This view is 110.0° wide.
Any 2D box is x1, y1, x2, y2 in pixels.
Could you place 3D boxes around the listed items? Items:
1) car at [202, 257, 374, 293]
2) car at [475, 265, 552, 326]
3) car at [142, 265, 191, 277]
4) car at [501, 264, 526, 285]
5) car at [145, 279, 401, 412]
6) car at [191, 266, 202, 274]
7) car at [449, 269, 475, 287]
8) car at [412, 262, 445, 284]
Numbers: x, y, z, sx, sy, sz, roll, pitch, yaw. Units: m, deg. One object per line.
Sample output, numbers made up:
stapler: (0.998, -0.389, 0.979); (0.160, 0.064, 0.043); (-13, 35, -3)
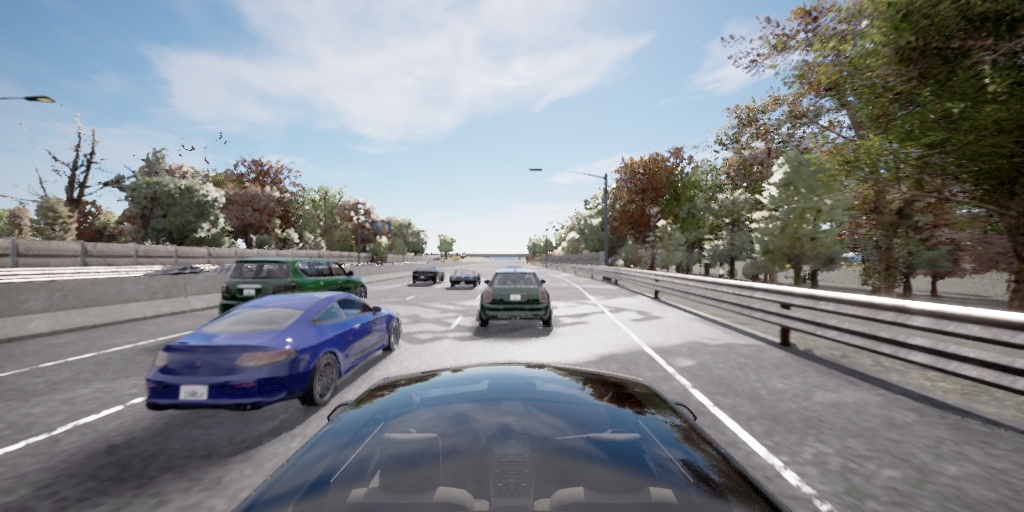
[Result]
car: (-6.896, 1.070, 12.093); (2.150, 2.045, 5.566); (0, -1, 0)
car: (0.102, 1.202, 12.214); (2.097, 1.767, 4.553); (0, -1, 0)
car: (-27.912, 1.529, 29.887); (1.837, 1.490, 4.892); (0, -1, -1)
car: (0.115, 1.504, 29.958); (1.882, 1.535, 5.008); (0, -1, 0)
car: (-3.405, 1.317, 6.152); (1.812, 1.442, 4.674); (0, 0, 0)
car: (-24.577, 1.541, 31.118); (1.837, 1.490, 4.892); (0, -1, 0)
car: (-3.389, 1.595, 26.873); (1.895, 1.301, 4.718); (0, -1, 0)
car: (-6.886, 1.504, 30.031); (1.882, 1.535, 5.008); (0, -1, 0)
